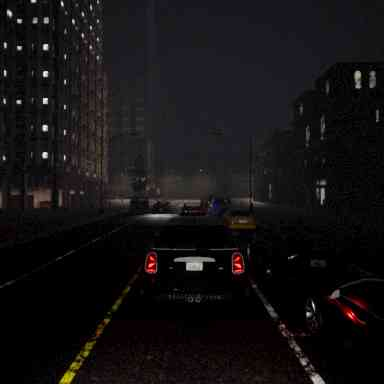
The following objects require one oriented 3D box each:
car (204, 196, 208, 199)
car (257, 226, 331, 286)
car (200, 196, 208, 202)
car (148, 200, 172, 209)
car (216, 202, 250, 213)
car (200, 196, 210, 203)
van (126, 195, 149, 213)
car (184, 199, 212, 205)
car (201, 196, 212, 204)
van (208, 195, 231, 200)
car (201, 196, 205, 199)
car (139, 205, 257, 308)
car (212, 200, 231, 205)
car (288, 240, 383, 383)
[{"bbox_3d":[2.688,1.446,36.119,1.967,1.590,4.097,1,0,0],"label":"car"},{"bbox_3d":[2.698,1.568,9.194,1.947,1.339,4.313,1,0,0],"label":"car"},{"bbox_3d":[2.791,1.576,79.937,1.802,1.307,4.206,1,0,0],"label":"car"},{"bbox_3d":[-3.103,1.570,35.000,1.994,1.385,4.181,0,0,0],"label":"car"},{"bbox_3d":[2.694,1.530,19.855,1.752,1.417,4.829,1,0,0],"label":"car"},{"bbox_3d":[2.672,1.549,68.985,2.008,1.369,4.403,1,0,0],"label":"car"},{"bbox_3d":[-5.690,1.347,36.112,1.690,1.788,3.998,1,0,0],"label":"van"},{"bbox_3d":[0.088,1.497,24.325,2.128,1.511,4.902,0,0,0],"label":"car"},{"bbox_3d":[2.674,1.566,63.507,1.947,1.339,4.313,1,0,0],"label":"car"},{"bbox_3d":[2.692,1.347,30.642,1.690,1.788,3.998,1,0,0],"label":"van"},{"bbox_3d":[2.688,1.321,41.597,2.192,1.841,5.009,1,0,0],"label":"car"},{"bbox_3d":[0.086,1.354,8.088,2.097,1.767,4.553,0,0,1],"label":"car"},{"bbox_3d":[2.691,1.556,25.163,2.008,1.369,4.403,1,0,0],"label":"car"},{"bbox_3d":[2.700,1.567,3.650,1.947,1.339,4.313,1,0,0],"label":"car"}]
